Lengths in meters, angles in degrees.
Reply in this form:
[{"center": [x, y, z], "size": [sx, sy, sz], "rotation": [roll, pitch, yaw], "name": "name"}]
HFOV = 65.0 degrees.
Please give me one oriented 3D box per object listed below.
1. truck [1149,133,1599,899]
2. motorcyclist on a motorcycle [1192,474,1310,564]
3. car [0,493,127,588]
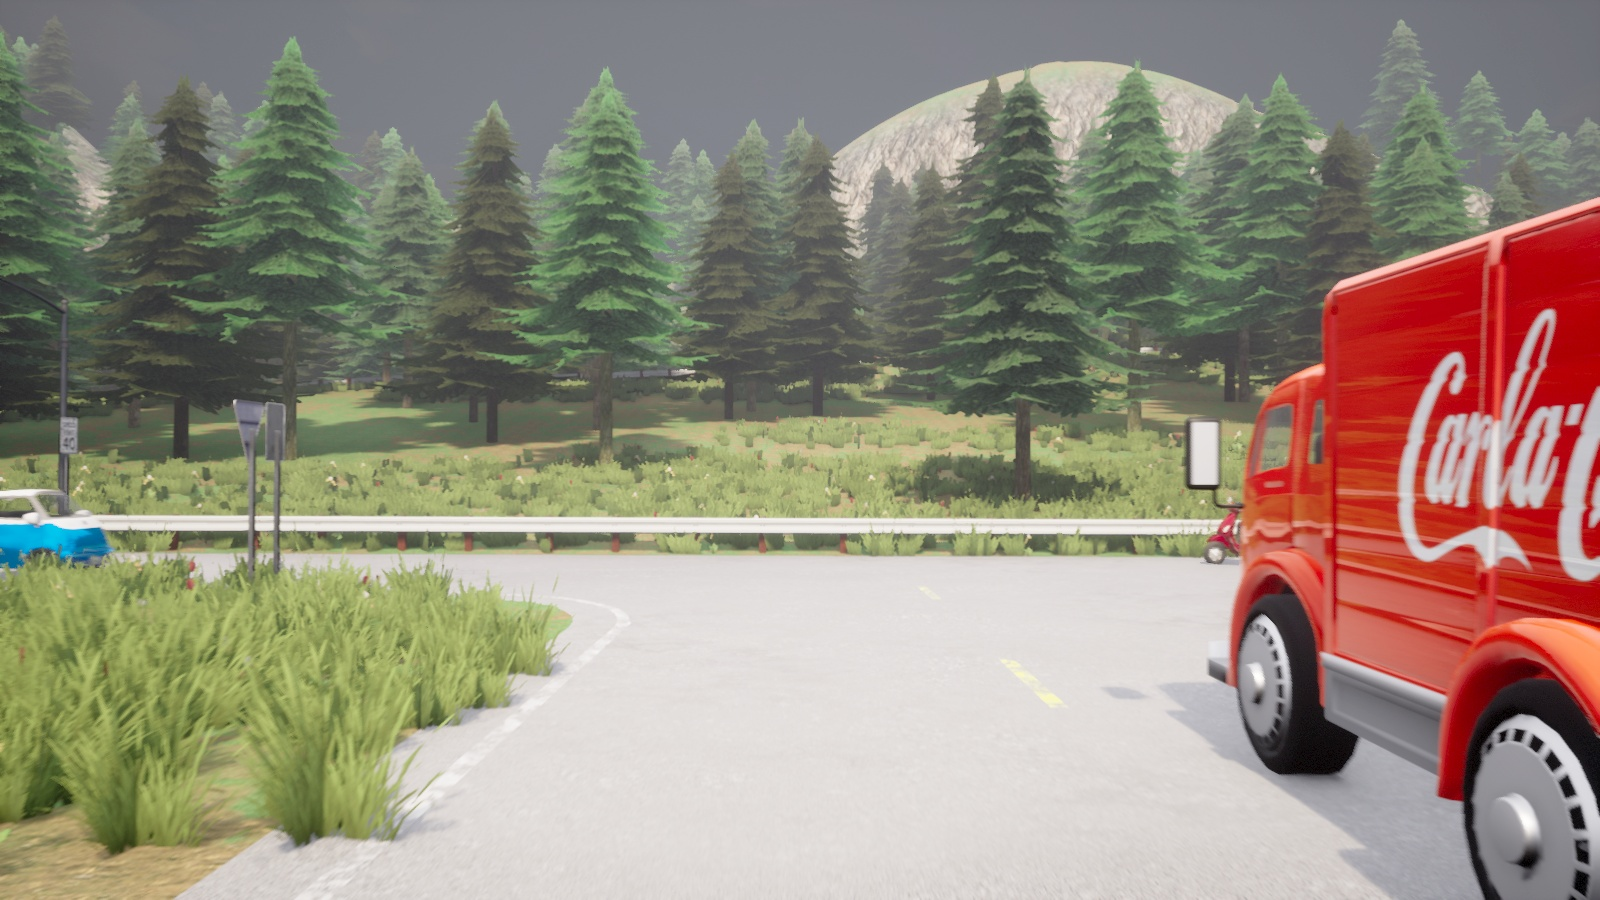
[{"center": [3.487, 0.399, 5.161], "size": [2.627, 2.467, 5.204], "rotation": [0, -1, 0], "name": "truck"}, {"center": [8.233, 1.250, 22.965], "size": [1.817, 1.590, 0.866], "rotation": [1, -1, -4], "name": "motorcyclist on a motorcycle"}, {"center": [-11.945, 1.383, 19.476], "size": [2.207, 1.376, 1.481], "rotation": [-1, -1, 0], "name": "car"}]
